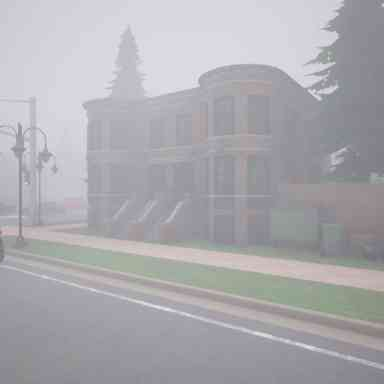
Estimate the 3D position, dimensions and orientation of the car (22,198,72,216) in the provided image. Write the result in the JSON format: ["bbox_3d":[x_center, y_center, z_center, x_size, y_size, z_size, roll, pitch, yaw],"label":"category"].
[{"bbox_3d":[-14.647,1.564,33.089,1.994,1.385,4.181,0,0,34],"label":"car"}]

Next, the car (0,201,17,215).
[{"bbox_3d":[-19.670,1.601,31.951,1.895,1.301,4.718,0,0,35],"label":"car"}]

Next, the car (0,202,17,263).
[{"bbox_3d":[-7.366,1.221,9.223,5.566,2.045,2.150,0,0,36],"label":"car"}]

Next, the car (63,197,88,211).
[{"bbox_3d":[-14.678,1.352,39.326,2.097,1.767,4.553,0,0,33],"label":"car"}]
